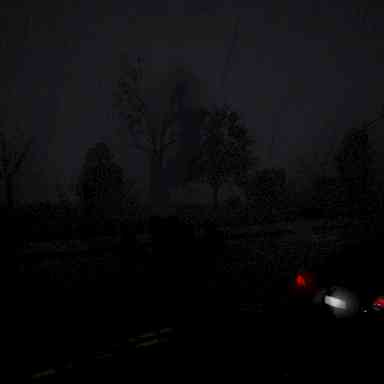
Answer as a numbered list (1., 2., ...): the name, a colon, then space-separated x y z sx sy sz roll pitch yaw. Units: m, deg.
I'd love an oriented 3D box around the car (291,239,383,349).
1. car: 3.728 1.563 5.943 4.181 1.385 1.994 0 0 -34
